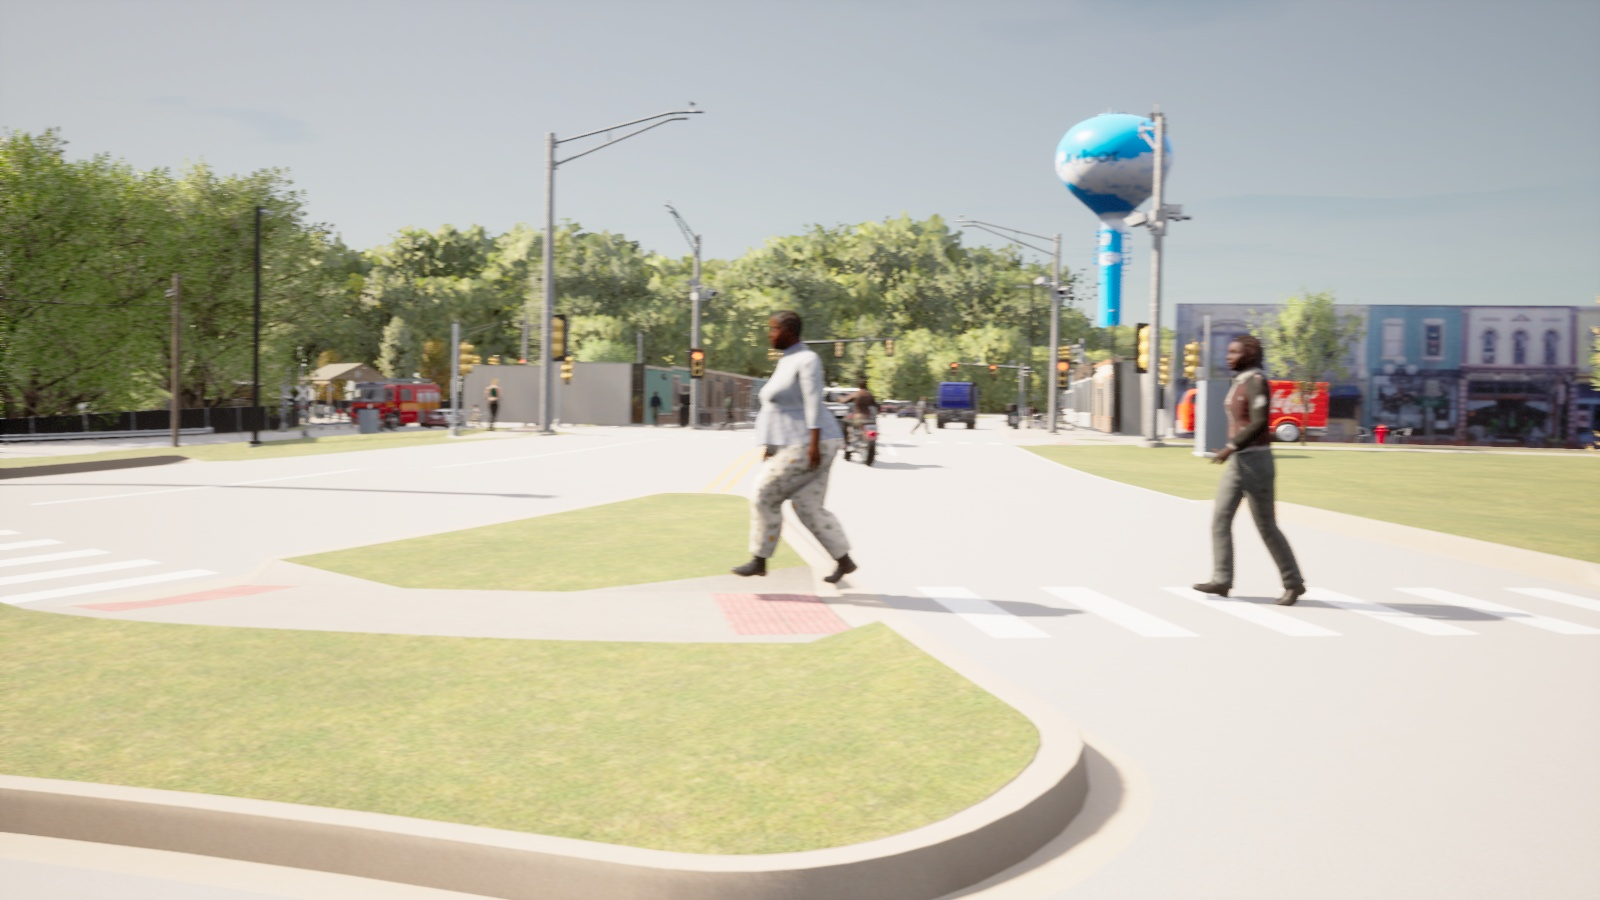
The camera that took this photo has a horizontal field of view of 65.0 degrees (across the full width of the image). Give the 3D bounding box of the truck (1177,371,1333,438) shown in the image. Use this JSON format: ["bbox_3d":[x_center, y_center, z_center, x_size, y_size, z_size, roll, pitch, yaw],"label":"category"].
[{"bbox_3d":[17.288,-1.737,48.028,5.204,2.467,2.627,1,1,11],"label":"truck"}]

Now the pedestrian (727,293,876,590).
[{"bbox_3d":[-0.014,-0.059,8.320,0.900,1.855,0.874,0,1,-5],"label":"pedestrian"}]

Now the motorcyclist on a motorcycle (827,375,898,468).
[{"bbox_3d":[1.149,-0.558,23.617,0.766,1.649,2.350,0,3,-11],"label":"motorcyclist on a motorcycle"}]

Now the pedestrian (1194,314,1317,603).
[{"bbox_3d":[3.111,0.054,8.606,0.666,1.930,0.402,0,1,-4],"label":"pedestrian"}]

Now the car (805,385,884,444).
[{"bbox_3d":[1.188,-0.965,33.345,1.970,1.475,3.806,0,2,2],"label":"car"}]

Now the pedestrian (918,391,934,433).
[{"bbox_3d":[5.556,-1.677,55.374,0.694,1.848,0.540,0,1,5],"label":"pedestrian"}]

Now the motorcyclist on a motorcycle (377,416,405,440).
[{"bbox_3d":[-29.304,-1.568,90.081,0.766,1.649,2.350,1,3,14],"label":"motorcyclist on a motorcycle"}]

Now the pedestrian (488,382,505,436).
[{"bbox_3d":[-10.258,-1.381,42.428,0.345,1.836,0.594,0,1,8],"label":"pedestrian"}]

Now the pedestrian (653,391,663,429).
[{"bbox_3d":[-6.794,-1.906,60.156,0.370,1.835,0.726,0,1,2],"label":"pedestrian"}]

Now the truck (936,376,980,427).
[{"bbox_3d":[11.354,-3.453,89.701,2.891,3.462,7.936,0,2,9],"label":"truck"}]

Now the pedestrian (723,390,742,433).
[{"bbox_3d":[-3.030,-1.724,56.361,0.788,1.949,0.423,0,1,10],"label":"pedestrian"}]
